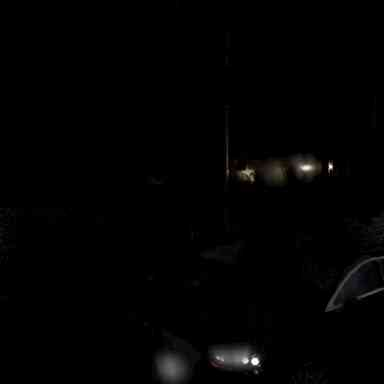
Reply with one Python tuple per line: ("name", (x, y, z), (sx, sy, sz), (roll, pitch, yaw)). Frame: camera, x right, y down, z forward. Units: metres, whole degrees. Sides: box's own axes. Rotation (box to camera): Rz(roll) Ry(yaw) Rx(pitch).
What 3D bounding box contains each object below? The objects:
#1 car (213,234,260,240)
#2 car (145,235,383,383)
("car", (1.022, 1.629, 7.368), (4.206, 1.307, 1.802), (1, 0, -35))
("car", (1.825, 1.529, 4.715), (4.902, 1.511, 2.128), (1, 0, -34))
